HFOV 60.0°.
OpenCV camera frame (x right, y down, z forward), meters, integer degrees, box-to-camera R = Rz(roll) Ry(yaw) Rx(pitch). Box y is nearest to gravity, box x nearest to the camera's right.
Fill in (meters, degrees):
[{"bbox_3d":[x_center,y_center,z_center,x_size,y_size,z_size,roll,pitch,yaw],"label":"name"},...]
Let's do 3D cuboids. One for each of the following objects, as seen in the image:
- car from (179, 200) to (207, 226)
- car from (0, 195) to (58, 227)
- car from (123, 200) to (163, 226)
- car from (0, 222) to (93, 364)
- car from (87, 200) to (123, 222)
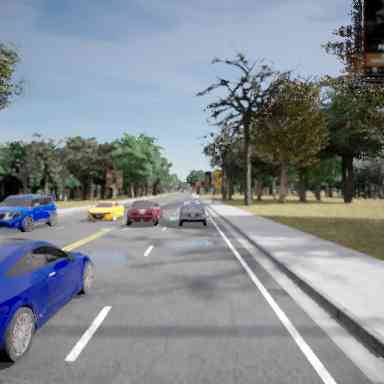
[{"bbox_3d":[0.044,1.518,23.312,2.033,1.411,5.357,0,0,-1],"label":"car"},{"bbox_3d":[-9.886,1.197,19.639,2.150,2.045,5.566,0,0,0],"label":"car"},{"bbox_3d":[-3.203,1.323,23.485,2.097,1.767,4.553,0,0,0],"label":"car"},{"bbox_3d":[-3.155,1.518,5.712,1.812,1.442,4.674,0,0,0],"label":"car"},{"bbox_3d":[-6.662,1.446,26.050,1.882,1.535,5.008,0,0,0],"label":"car"}]
